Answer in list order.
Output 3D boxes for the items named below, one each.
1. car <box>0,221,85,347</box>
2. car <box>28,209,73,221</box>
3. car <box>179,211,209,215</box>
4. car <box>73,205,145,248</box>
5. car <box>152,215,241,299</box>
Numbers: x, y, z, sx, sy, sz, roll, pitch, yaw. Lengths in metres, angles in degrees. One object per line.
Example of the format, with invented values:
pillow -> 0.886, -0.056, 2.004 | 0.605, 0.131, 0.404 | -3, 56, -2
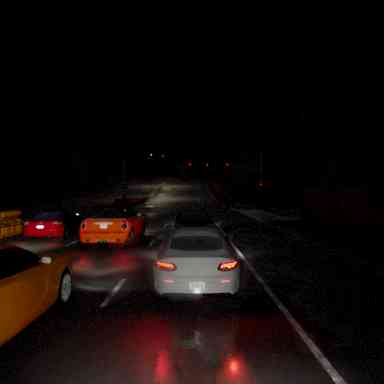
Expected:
car -> -3.402, 1.478, 4.977 | 1.882, 1.535, 5.008 | 0, 0, 0
car -> -6.906, 1.564, 17.145 | 1.994, 1.385, 4.181 | 0, 0, 0
car -> 0.094, 1.601, 17.189 | 1.895, 1.301, 4.718 | 0, 0, 0
car -> -3.406, 1.352, 14.950 | 2.097, 1.767, 4.553 | 0, 0, 0
car -> 0.094, 1.526, 8.301 | 1.812, 1.442, 4.674 | 0, 0, 0
